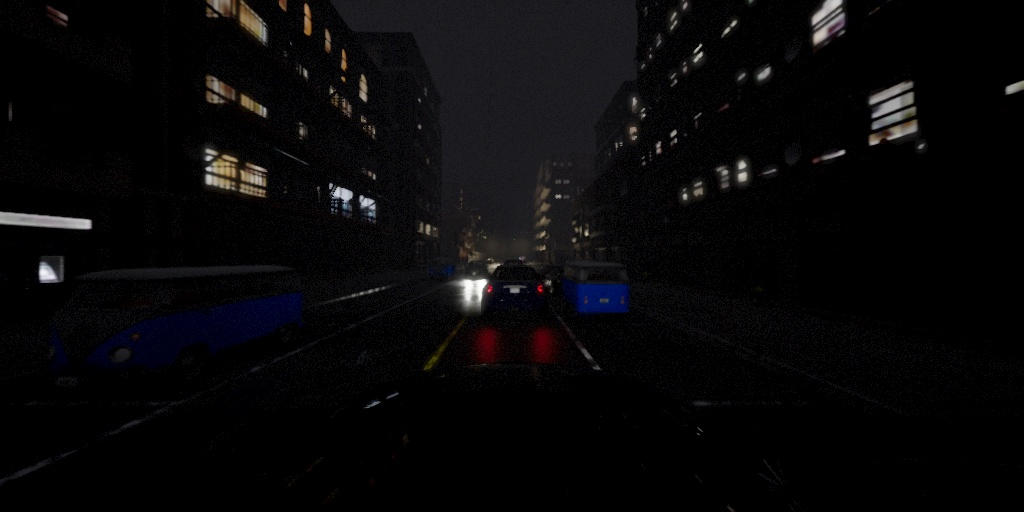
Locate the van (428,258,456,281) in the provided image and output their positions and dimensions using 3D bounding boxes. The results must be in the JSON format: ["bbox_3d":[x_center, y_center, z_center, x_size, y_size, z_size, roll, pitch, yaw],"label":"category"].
[{"bbox_3d":[-5.677,1.030,29.328,1.690,1.789,3.998,0,0,0],"label":"van"}]

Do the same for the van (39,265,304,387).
[{"bbox_3d":[-5.687,1.079,6.681,1.690,1.789,3.998,0,0,0],"label":"van"}]

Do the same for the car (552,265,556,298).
[{"bbox_3d":[2.699,1.278,18.001,1.948,1.339,4.313,0,0,0],"label":"car"}]

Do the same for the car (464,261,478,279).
[{"bbox_3d":[-3.084,1.176,31.775,2.128,1.511,4.902,0,0,0],"label":"car"}]

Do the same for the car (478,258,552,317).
[{"bbox_3d":[0.095,1.075,13.104,2.097,1.767,4.553,0,0,0],"label":"car"}]

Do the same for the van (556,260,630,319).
[{"bbox_3d":[2.697,1.065,12.340,1.690,1.789,3.998,0,0,0],"label":"van"}]

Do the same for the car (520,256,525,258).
[{"bbox_3d":[0.105,1.041,29.055,2.097,1.767,4.553,0,0,0],"label":"car"}]

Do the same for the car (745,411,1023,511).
[{"bbox_3d":[2.691,1.318,1.015,1.948,1.339,4.313,0,0,0],"label":"car"}]
